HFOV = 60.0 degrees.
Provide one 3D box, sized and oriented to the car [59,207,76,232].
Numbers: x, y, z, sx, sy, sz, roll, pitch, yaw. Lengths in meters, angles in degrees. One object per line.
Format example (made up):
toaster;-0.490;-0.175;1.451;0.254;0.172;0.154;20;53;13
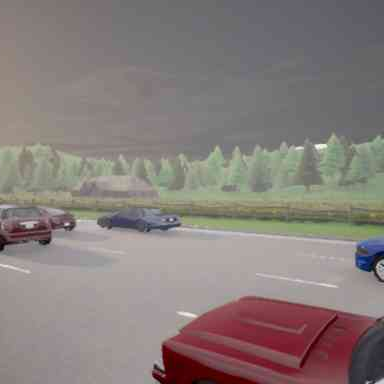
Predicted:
car;-8.349;1.486;18.543;4.674;1.442;1.812;0;0;35

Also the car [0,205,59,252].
car;-7.941;1.319;13.954;4.553;1.767;2.097;0;0;35

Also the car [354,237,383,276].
car;6.614;1.480;7.873;5.008;1.535;1.882;0;0;35

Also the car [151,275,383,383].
car;1.952;1.602;2.600;4.718;1.301;1.895;0;0;35

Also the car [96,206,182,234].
car;-3.140;1.517;19.128;5.357;1.411;2.033;0;0;35
